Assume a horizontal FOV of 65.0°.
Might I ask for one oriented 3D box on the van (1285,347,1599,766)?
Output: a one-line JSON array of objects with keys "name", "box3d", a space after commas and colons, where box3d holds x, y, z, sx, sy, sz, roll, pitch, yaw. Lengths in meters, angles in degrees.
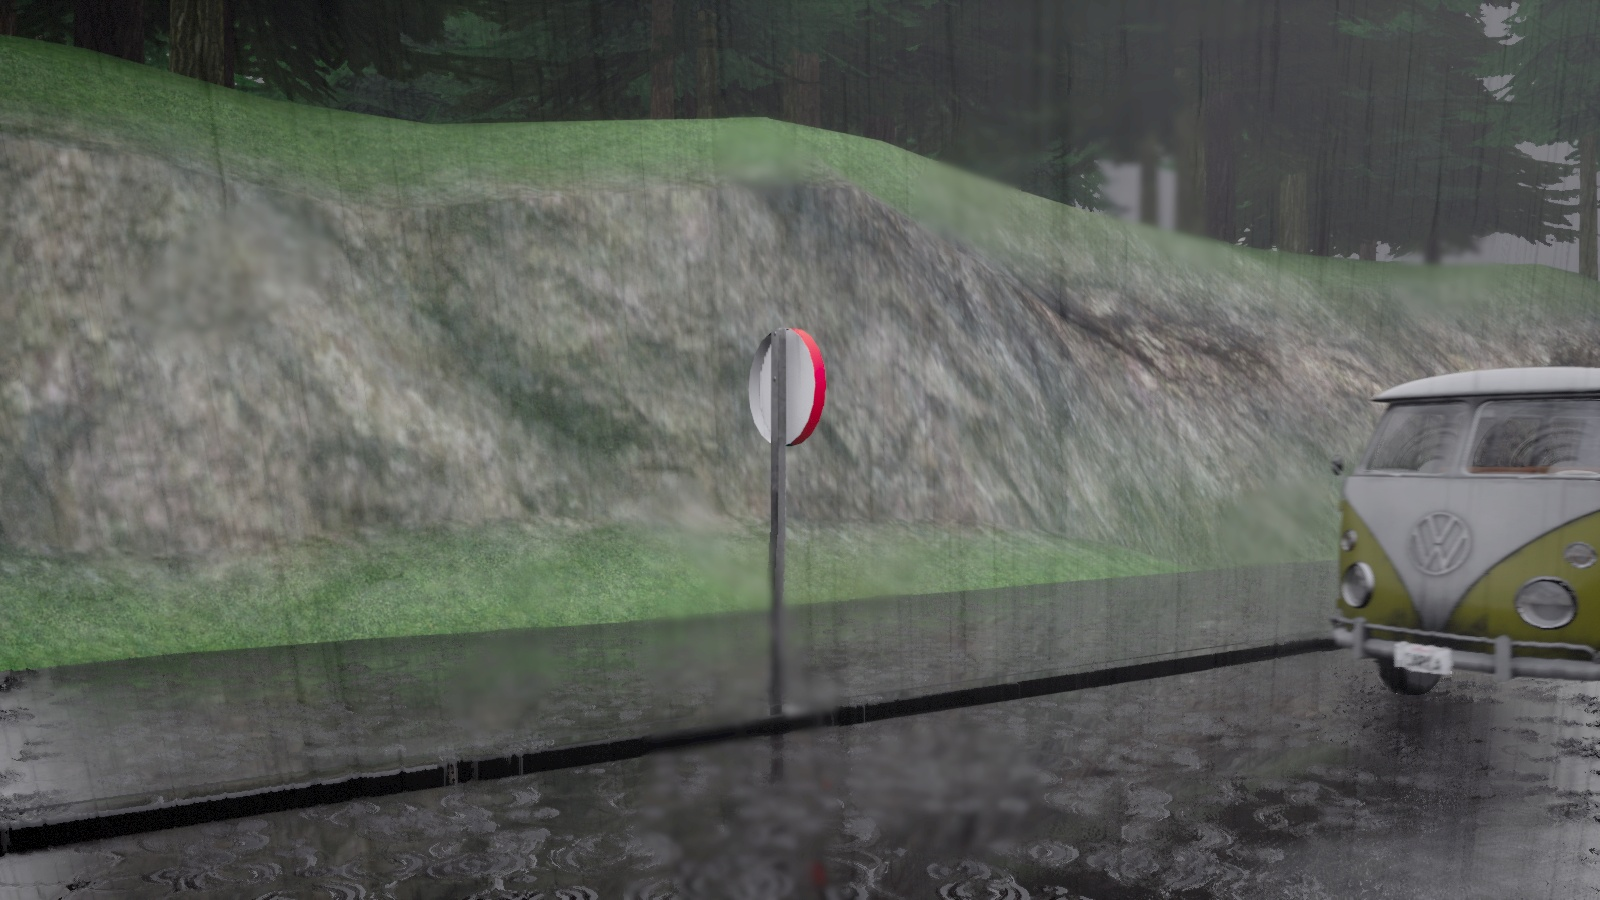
[{"name": "van", "box3d": [5.219, 0.506, 7.854, 4.442, 1.987, 1.775, 0, 0, -32]}]
